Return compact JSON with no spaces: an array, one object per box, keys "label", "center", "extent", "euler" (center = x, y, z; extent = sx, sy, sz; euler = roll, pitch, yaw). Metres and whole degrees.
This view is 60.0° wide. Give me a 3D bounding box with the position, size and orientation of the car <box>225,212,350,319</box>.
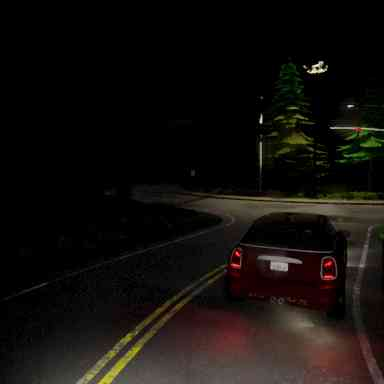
[{"label":"car","center":[2.398,1.239,7.627],"extent":[2.097,1.767,4.553],"euler":[2,2,25]}]
